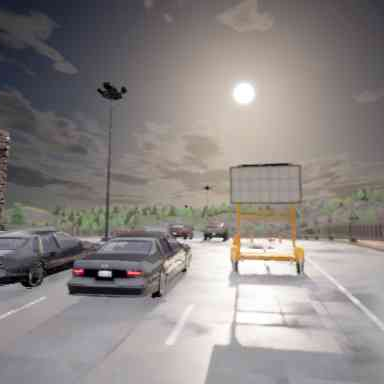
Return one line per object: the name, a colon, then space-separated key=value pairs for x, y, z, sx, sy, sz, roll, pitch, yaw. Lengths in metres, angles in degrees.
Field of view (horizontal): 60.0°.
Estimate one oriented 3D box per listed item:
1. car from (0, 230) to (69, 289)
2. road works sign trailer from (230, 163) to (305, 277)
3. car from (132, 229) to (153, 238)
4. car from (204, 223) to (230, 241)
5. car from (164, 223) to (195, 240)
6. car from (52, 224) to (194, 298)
car: x=-4.699 y=1.879 z=10.167 sx=2.033 sy=1.411 sz=5.357 roll=-1 pitch=-3 yaw=10
road works sign trailer: x=2.550 y=0.816 z=11.534 sx=2.380 sy=3.560 sz=2.880 roll=-1 pitch=-3 yaw=12
car: x=-7.797 y=6.652 z=53.021 sx=1.994 sy=1.385 sz=4.181 roll=-1 pitch=-8 yaw=10
car: x=2.159 y=3.394 z=28.446 sx=2.128 sy=1.511 sz=4.902 roll=-1 pitch=-7 yaw=10
car: x=-1.066 y=3.638 z=30.271 sx=1.812 sy=1.442 sz=4.674 roll=-1 pitch=-8 yaw=10
car: x=-1.315 y=1.809 z=9.200 sx=2.033 sy=1.411 sz=5.357 roll=-1 pitch=-3 yaw=10
